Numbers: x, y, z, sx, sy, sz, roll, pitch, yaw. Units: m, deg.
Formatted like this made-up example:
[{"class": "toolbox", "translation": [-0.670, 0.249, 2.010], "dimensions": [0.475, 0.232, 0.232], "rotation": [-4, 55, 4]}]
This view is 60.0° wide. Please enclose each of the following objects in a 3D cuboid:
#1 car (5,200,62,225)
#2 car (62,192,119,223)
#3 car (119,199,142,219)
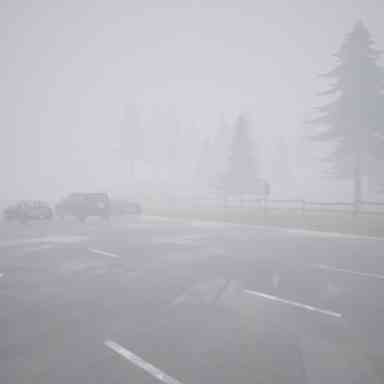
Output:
[{"class": "car", "translation": [-11.026, 1.307, 22.370], "dimensions": [2.128, 1.511, 4.902], "rotation": [0, 1, -45]}, {"class": "car", "translation": [-7.987, 1.033, 24.274], "dimensions": [2.150, 2.045, 5.566], "rotation": [0, 1, -45]}, {"class": "car", "translation": [-6.051, 1.288, 27.293], "dimensions": [2.128, 1.511, 4.902], "rotation": [0, 1, -45]}]
